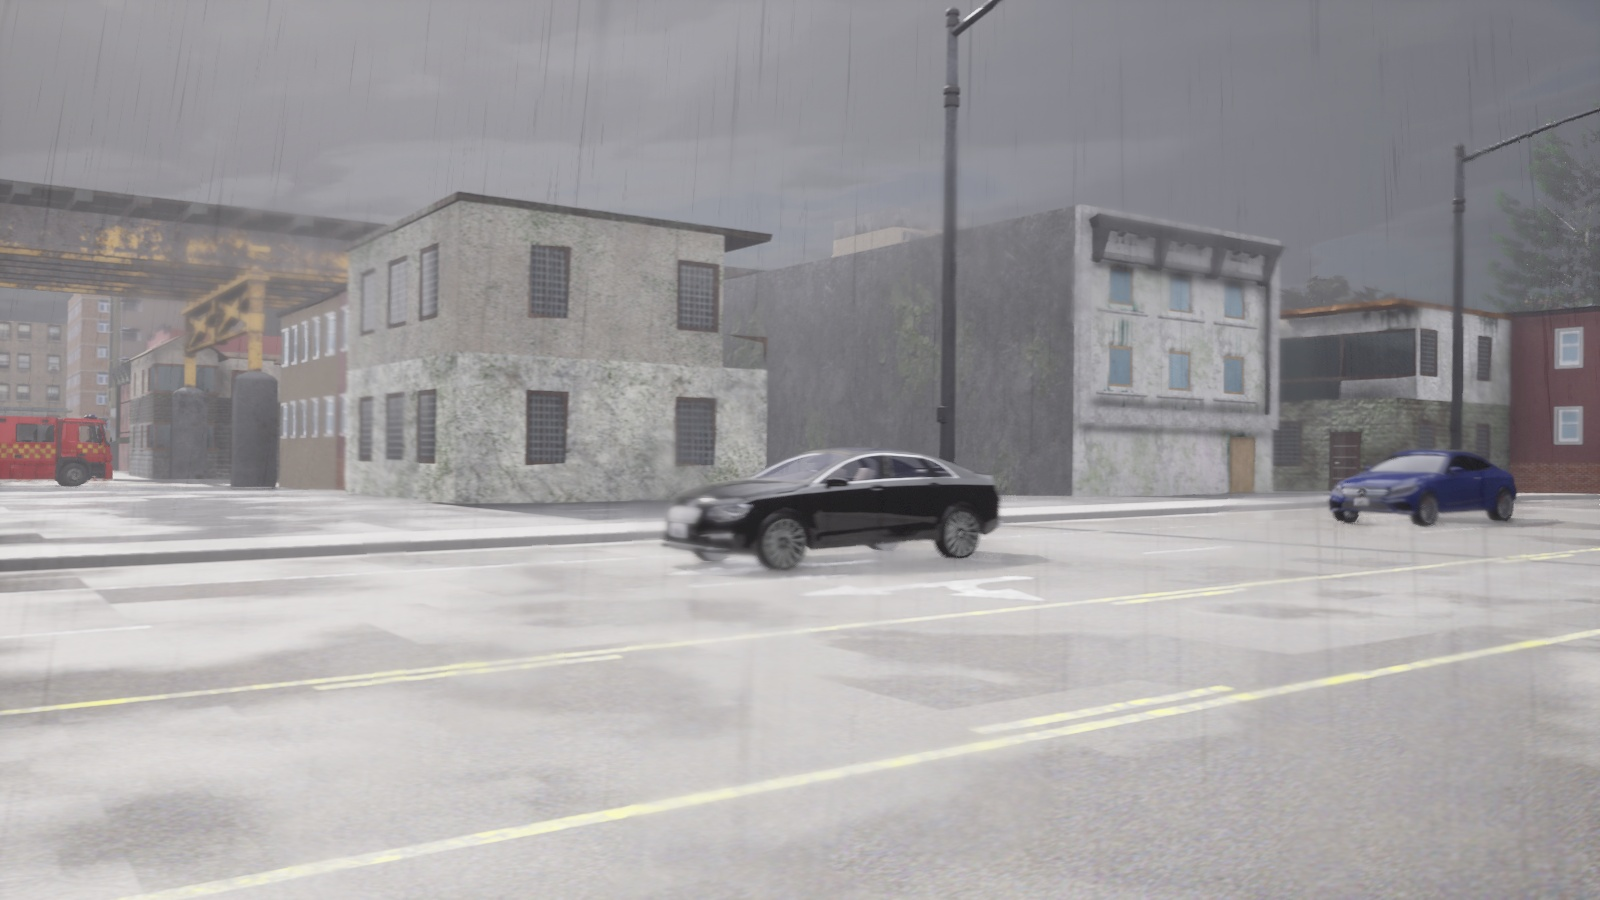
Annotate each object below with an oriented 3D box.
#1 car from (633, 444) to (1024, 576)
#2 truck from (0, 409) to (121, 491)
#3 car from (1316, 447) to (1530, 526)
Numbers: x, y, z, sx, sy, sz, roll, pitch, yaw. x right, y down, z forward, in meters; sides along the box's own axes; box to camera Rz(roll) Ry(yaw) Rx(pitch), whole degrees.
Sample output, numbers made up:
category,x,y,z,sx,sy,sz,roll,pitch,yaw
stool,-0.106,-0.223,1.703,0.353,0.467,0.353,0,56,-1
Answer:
category,x,y,z,sx,sy,sz,roll,pitch,yaw
car,0.467,0.685,16.776,4.902,1.511,2.128,0,0,-35
truck,-37.655,0.016,60.315,8.468,3.827,2.891,1,-1,-37
car,12.544,0.676,25.185,4.674,1.442,1.812,0,0,-35
